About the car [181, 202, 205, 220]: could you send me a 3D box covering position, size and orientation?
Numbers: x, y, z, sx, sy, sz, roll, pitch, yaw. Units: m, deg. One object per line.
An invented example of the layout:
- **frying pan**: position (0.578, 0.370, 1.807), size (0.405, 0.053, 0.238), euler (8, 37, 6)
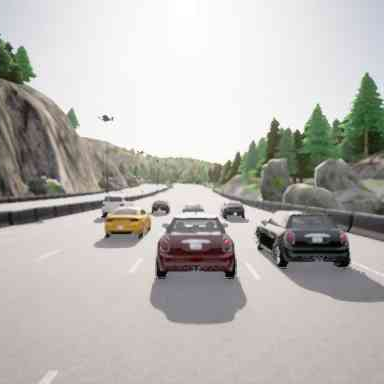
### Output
- **car**: position (0.106, 1.625, 29.662), size (1.994, 1.385, 4.181), euler (0, 0, 0)

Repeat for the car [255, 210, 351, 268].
- **car**: position (3.603, 1.398, 11.671), size (2.097, 1.767, 4.553), euler (0, 0, 0)

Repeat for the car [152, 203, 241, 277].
- **car**: position (0.103, 1.394, 10.494), size (2.097, 1.767, 4.553), euler (0, 0, 0)

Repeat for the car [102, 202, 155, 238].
- **car**: position (-3.396, 1.542, 18.321), size (1.882, 1.535, 5.008), euler (0, 0, 0)

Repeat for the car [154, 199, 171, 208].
- **car**: position (-3.392, 1.539, 37.002), size (1.837, 1.490, 4.892), euler (0, 0, 0)

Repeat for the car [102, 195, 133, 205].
- **car**: position (-6.893, 1.278, 31.403), size (2.150, 2.045, 5.566), euler (0, 0, 0)

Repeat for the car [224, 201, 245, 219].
- **car**: position (3.607, 1.565, 30.074), size (1.837, 1.490, 4.892), euler (0, 0, 0)
